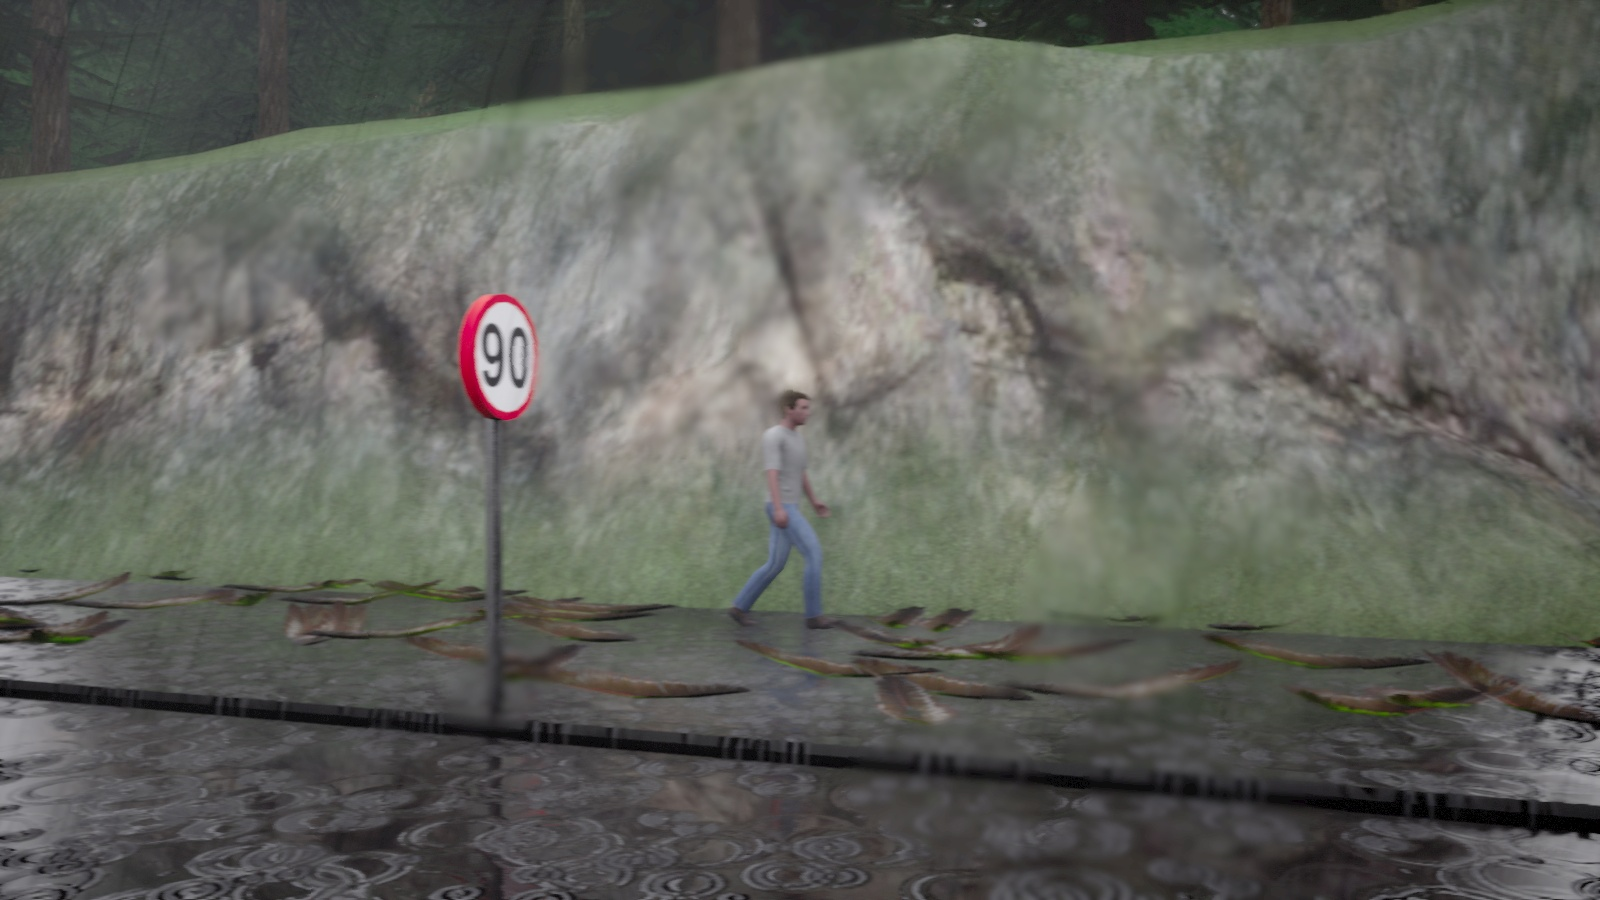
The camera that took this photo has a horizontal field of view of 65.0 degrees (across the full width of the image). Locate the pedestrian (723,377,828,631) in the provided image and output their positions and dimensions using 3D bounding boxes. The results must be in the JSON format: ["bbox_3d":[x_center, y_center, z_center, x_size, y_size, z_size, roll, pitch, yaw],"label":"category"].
[{"bbox_3d":[-0.181,0.387,9.376,0.706,1.836,0.354,0,1,18],"label":"pedestrian"}]
